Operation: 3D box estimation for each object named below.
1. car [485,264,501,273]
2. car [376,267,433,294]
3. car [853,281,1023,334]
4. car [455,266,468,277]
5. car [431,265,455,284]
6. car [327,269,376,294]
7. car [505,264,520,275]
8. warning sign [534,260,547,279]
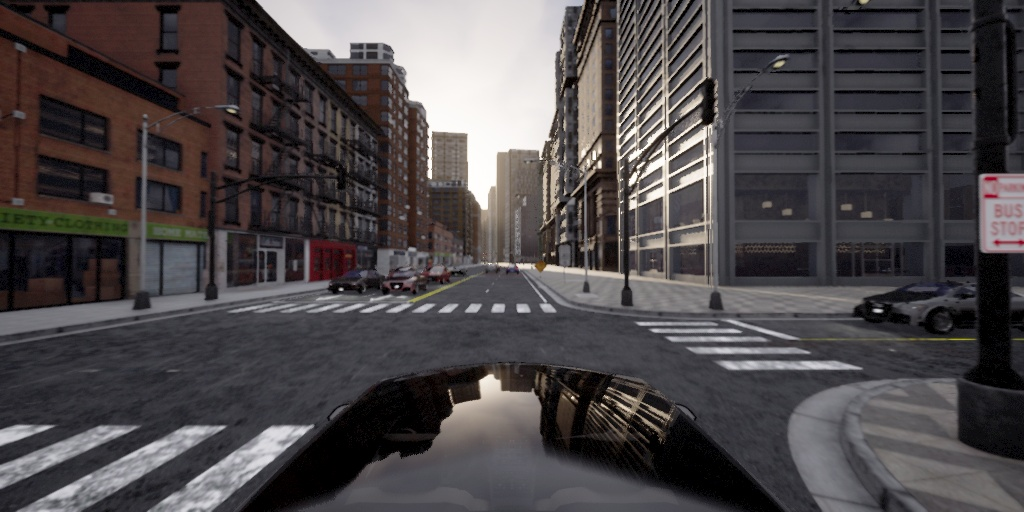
[{"bbox_3d":[-3.140,1.938,55.868,2.128,1.511,4.902,0,-1,0],"label":"car"},{"bbox_3d":[-6.596,1.590,22.516,1.994,1.385,4.181,0,-1,0],"label":"car"},{"bbox_3d":[12.862,1.448,10.656,4.181,1.385,1.994,0,-1,0],"label":"car"},{"bbox_3d":[-6.583,1.901,44.356,1.895,1.301,4.718,0,-1,0],"label":"car"},{"bbox_3d":[-6.595,1.617,31.500,1.882,1.535,5.008,0,-1,0],"label":"car"},{"bbox_3d":[-9.848,1.584,23.332,2.033,1.411,5.357,0,-1,0],"label":"car"},{"bbox_3d":[0.051,1.921,51.847,1.812,1.442,4.674,0,-1,0],"label":"car"},{"bbox_3d":[2.855,1.308,35.763,1.300,1.860,1.060,0,0,0],"label":"warning sign"}]
